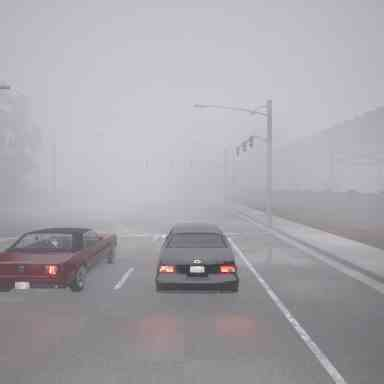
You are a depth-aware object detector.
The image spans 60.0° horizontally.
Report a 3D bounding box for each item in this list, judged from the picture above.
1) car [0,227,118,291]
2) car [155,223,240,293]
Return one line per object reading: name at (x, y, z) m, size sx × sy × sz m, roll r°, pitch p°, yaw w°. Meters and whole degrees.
car at (-3.386, 1.597, 8.927) m, size 1.895 × 1.301 × 4.718 m, roll 0°, pitch 0°, yaw 1°
car at (0.104, 1.547, 8.977) m, size 2.033 × 1.411 × 5.357 m, roll 0°, pitch 0°, yaw 0°
